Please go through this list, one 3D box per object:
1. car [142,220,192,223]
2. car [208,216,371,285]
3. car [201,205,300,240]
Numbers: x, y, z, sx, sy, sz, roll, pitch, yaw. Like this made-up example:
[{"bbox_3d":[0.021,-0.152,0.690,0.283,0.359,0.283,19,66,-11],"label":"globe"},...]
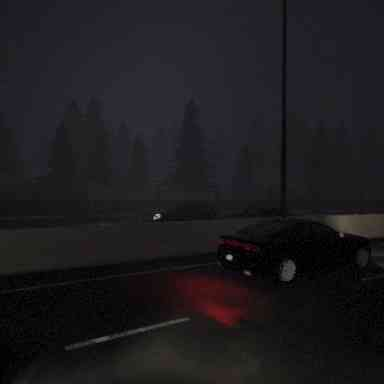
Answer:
[{"bbox_3d":[-0.626,1.350,19.757,4.553,1.767,2.097,0,0,-28],"label":"car"},{"bbox_3d":[3.070,1.500,9.597,5.008,1.535,1.882,0,0,-31],"label":"car"},{"bbox_3d":[3.171,1.517,17.837,4.902,1.511,2.128,0,0,-28],"label":"car"}]
